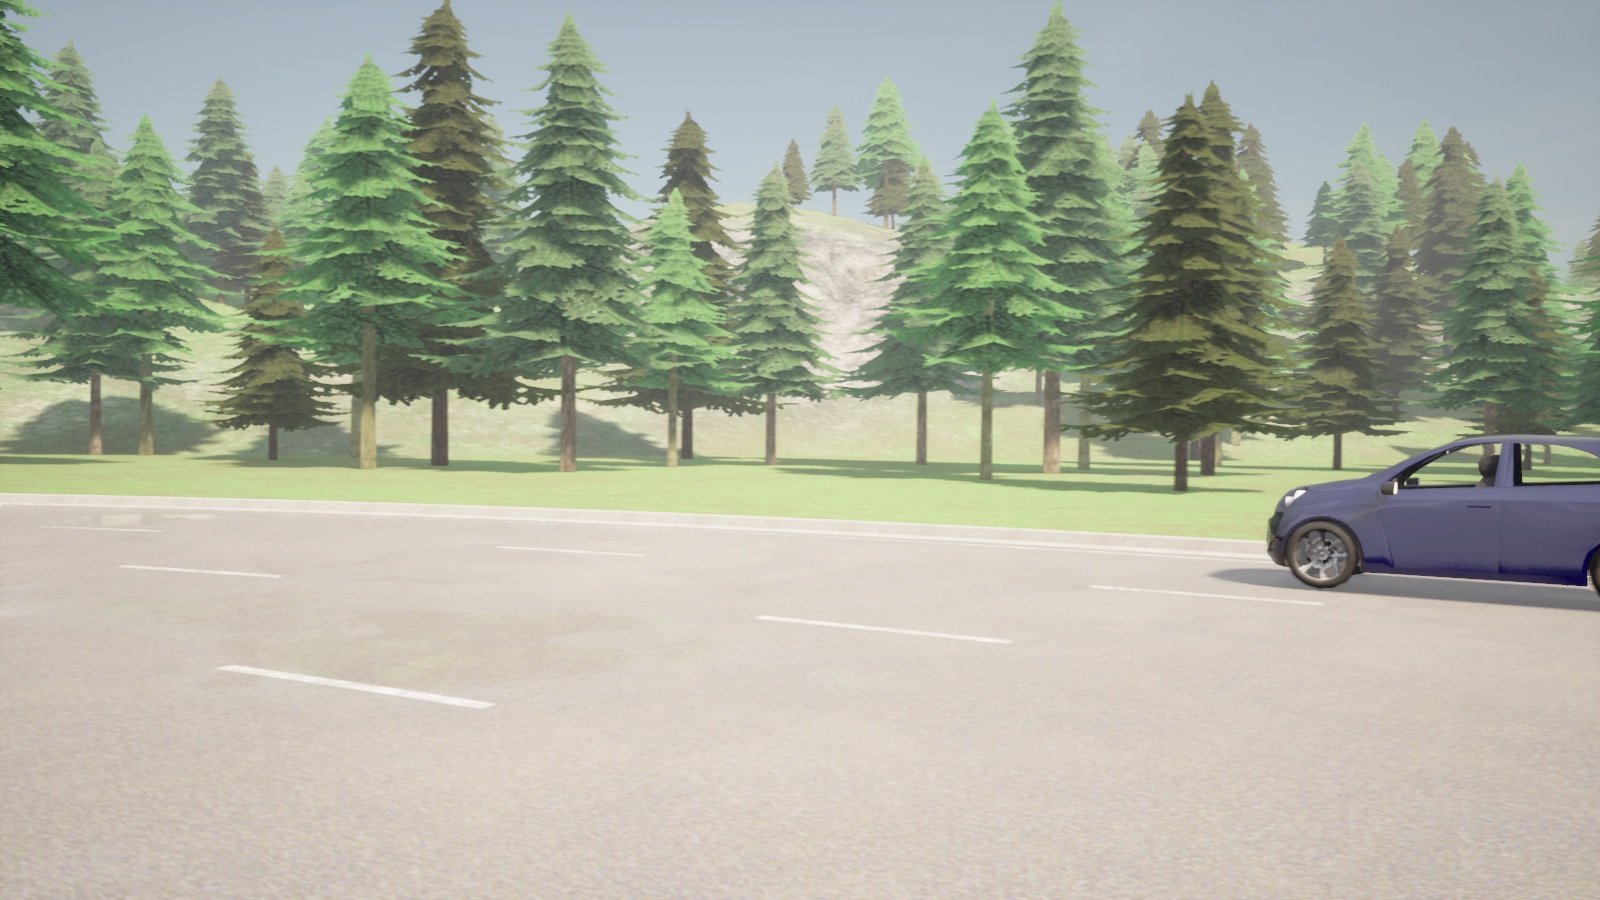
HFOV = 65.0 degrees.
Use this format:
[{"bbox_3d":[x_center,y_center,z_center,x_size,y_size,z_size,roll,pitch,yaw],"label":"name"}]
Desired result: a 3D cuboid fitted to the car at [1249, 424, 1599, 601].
[{"bbox_3d":[6.384,0.515,11.958,3.633,1.501,1.845,0,1,33],"label":"car"}]
